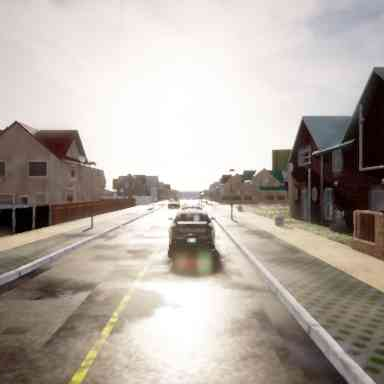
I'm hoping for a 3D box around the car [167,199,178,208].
[{"bbox_3d":[-2.749,1.806,51.655,2.033,1.411,5.357,0,0,0],"label":"car"}]

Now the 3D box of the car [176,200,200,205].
[{"bbox_3d":[0.000,1.559,29.653,2.128,1.511,4.902,0,0,0],"label":"car"}]

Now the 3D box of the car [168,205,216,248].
[{"bbox_3d":[0.000,1.527,14.651,1.837,1.490,4.892,0,0,0],"label":"car"}]
